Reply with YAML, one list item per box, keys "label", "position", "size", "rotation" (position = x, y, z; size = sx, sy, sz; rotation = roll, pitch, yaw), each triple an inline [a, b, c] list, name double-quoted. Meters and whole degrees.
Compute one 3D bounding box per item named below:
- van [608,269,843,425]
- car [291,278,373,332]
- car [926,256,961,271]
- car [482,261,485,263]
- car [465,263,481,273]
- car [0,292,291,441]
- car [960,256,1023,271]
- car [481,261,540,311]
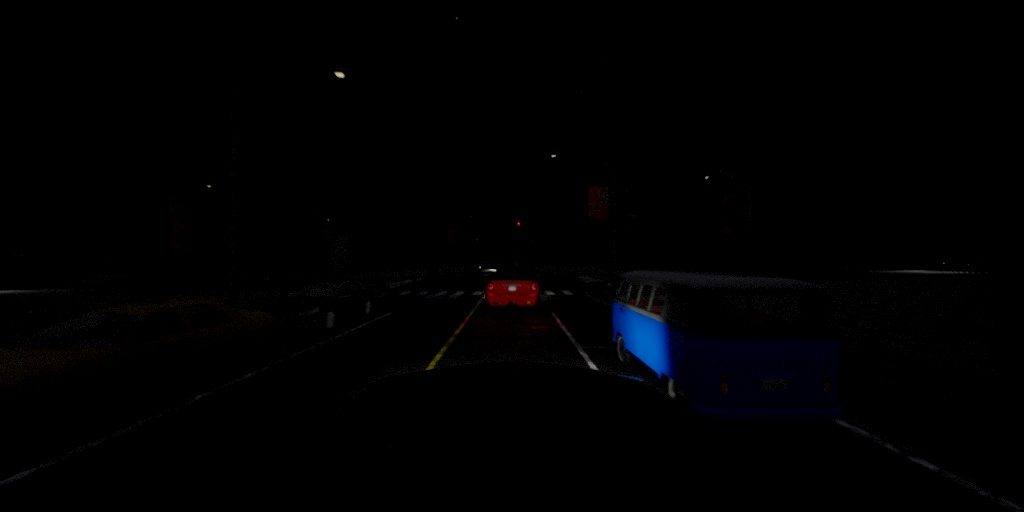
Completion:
- label: "van"
  position: [2.762, 1.130, 5.605]
  size: [1.690, 1.789, 3.998]
  rotation: [0, 0, 0]
- label: "car"
  position: [-5.764, 1.395, 11.114]
  size: [2.007, 1.370, 4.403]
  rotation: [0, 0, 0]
- label: "car"
  position: [47.087, 0.762, 38.087]
  size: [4.902, 1.511, 2.128]
  rotation: [-1, 0, 0]
- label: "car"
  position: [-6.009, 1.876, 58.286]
  size: [2.007, 1.370, 4.403]
  rotation: [0, 0, -1]
- label: "car"
  position: [-5.963, 1.824, 53.295]
  size: [2.007, 1.370, 4.403]
  rotation: [0, 0, -1]
- label: "car"
  position: [-5.763, 1.314, 5.431]
  size: [1.751, 1.417, 4.829]
  rotation: [0, 0, 0]
- label: "car"
  position: [47.370, 0.839, 34.835]
  size: [4.718, 1.301, 1.895]
  rotation: [-1, 0, 0]
- label: "car"
  position: [0.065, 1.237, 15.272]
  size: [2.097, 1.767, 4.553]
  rotation: [0, -1, 1]
